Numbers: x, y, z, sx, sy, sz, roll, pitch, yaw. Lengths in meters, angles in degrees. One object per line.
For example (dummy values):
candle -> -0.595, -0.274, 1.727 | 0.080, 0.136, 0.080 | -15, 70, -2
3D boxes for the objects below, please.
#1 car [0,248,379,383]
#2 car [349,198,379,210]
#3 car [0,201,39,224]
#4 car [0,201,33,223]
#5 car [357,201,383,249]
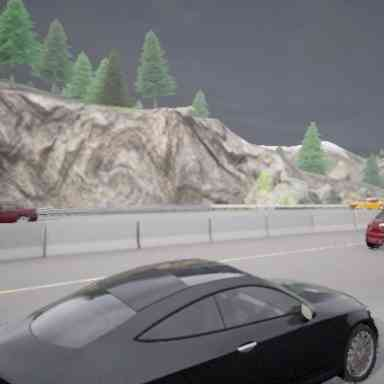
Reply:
car -> 0.214, 1.523, 3.773 | 4.674, 1.442, 1.812 | 0, 0, -35
car -> 22.476, 1.573, 42.643 | 5.008, 1.535, 1.882 | 0, 0, -20
car -> -12.358, 1.400, 20.821 | 5.008, 1.535, 1.882 | 0, 0, -34
car -> -14.220, 1.416, 23.777 | 4.892, 1.490, 1.837 | 0, 0, -34
car -> 9.133, 1.392, 13.353 | 4.553, 1.767, 2.097 | 0, 0, -30
